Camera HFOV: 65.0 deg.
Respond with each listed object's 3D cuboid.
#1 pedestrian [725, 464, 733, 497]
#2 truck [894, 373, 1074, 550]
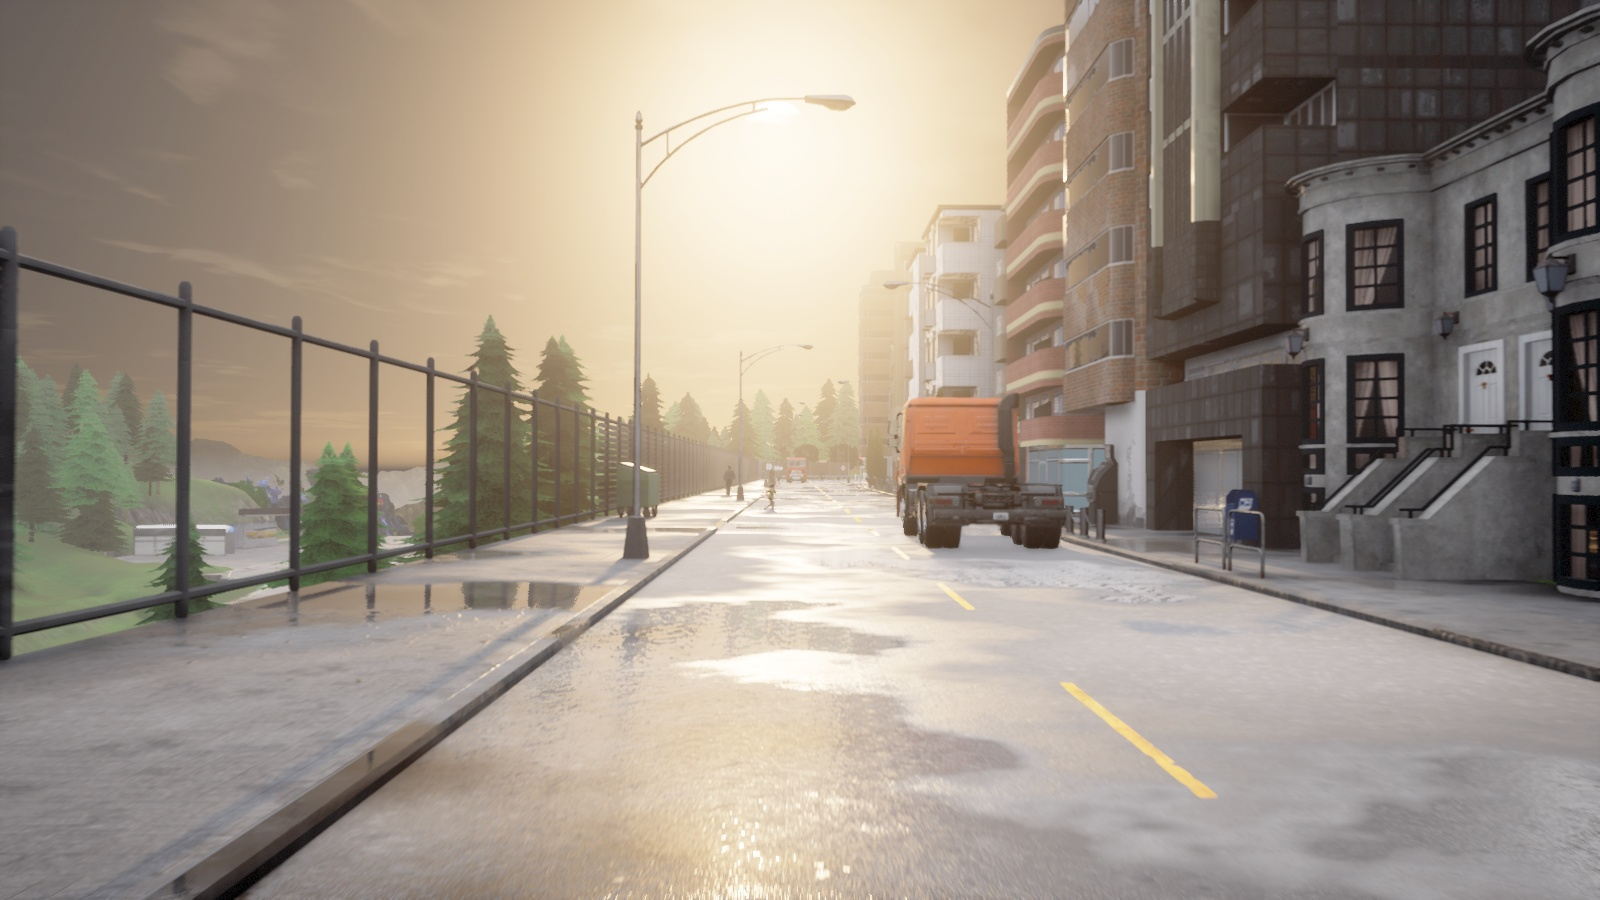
[{"bbox_3d":[-4.138,1.773,73.578,0.423,1.949,0.788,0,-1,0],"label":"pedestrian"},{"bbox_3d":[3.914,0.297,28.645,2.891,3.462,7.936,0,-1,0],"label":"truck"}]
